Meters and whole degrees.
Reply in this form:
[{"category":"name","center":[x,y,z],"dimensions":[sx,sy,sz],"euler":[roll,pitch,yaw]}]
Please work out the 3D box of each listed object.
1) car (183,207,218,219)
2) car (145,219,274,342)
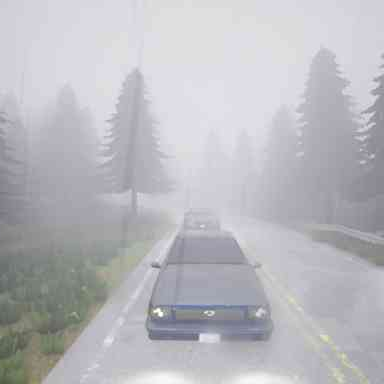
[{"category":"car","center":[0.483,1.585,19.172],"dimensions":[1.994,1.385,4.181],"euler":[0,0,-2]},{"category":"car","center":[0.287,1.558,7.088],"dimensions":[2.033,1.411,5.357],"euler":[0,0,1]}]
